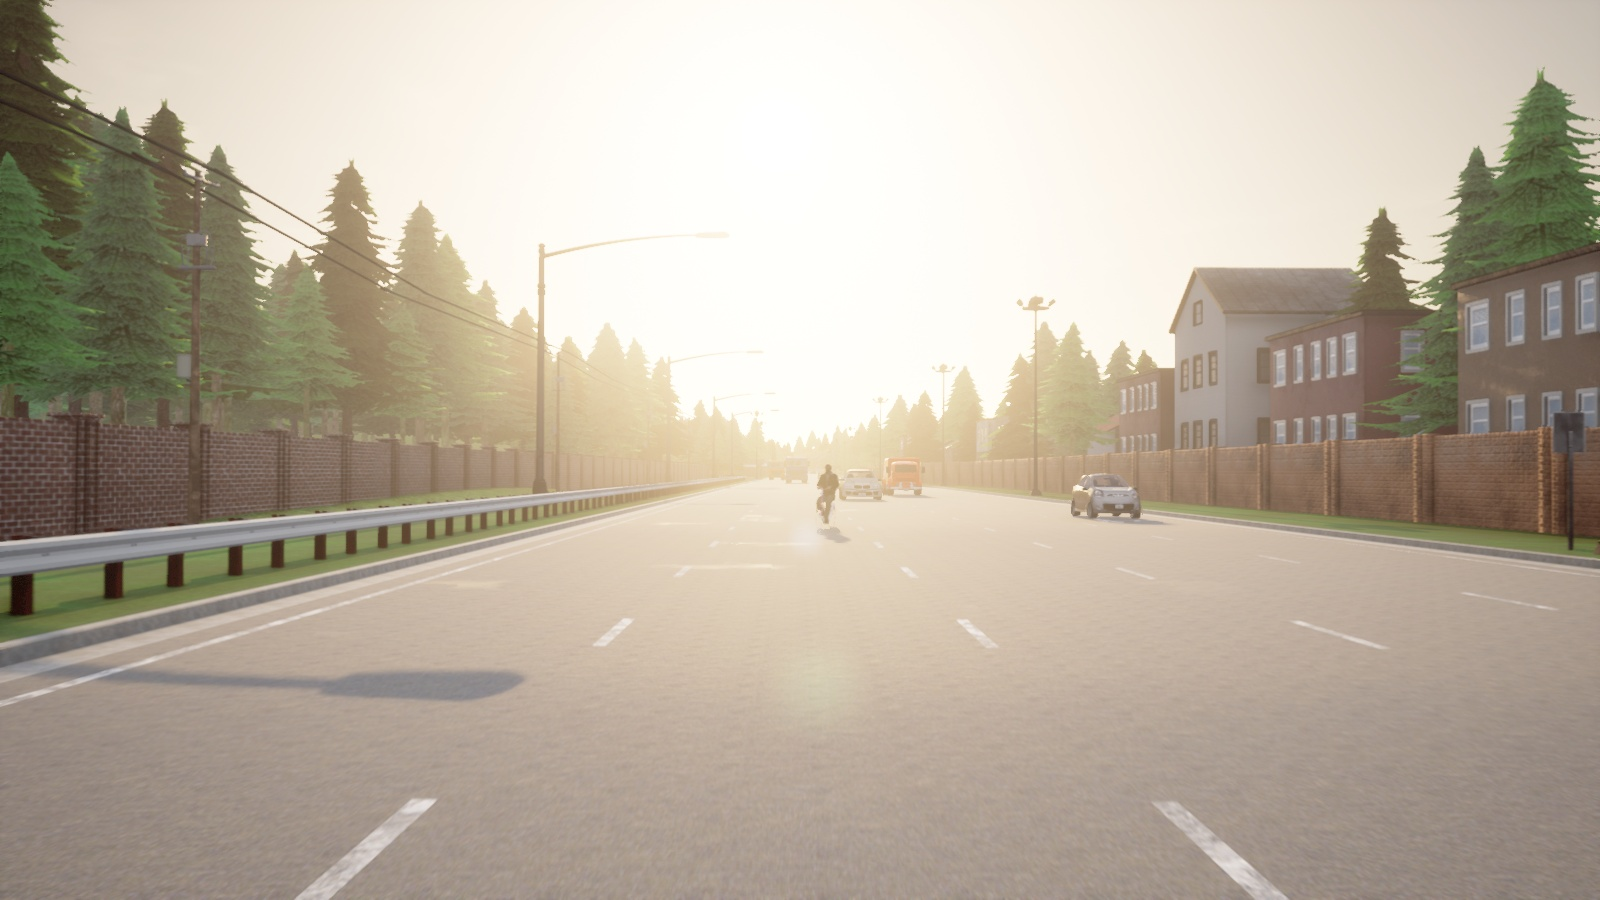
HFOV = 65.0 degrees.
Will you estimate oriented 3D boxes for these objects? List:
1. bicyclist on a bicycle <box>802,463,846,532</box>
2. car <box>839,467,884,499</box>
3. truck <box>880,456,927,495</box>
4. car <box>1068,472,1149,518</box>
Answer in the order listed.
[{"bbox_3d":[0.653,1.241,33.364,0.659,1.776,1.843,0,-1,17],"label":"bicyclist on a bicycle"},{"bbox_3d":[3.330,1.803,69.118,2.242,1.667,4.611,0,-1,0],"label":"car"},{"bbox_3d":[6.795,1.689,82.930,2.627,2.467,5.204,0,-1,0],"label":"truck"},{"bbox_3d":[10.395,1.501,42.600,1.845,1.501,3.633,0,-1,0],"label":"car"}]
